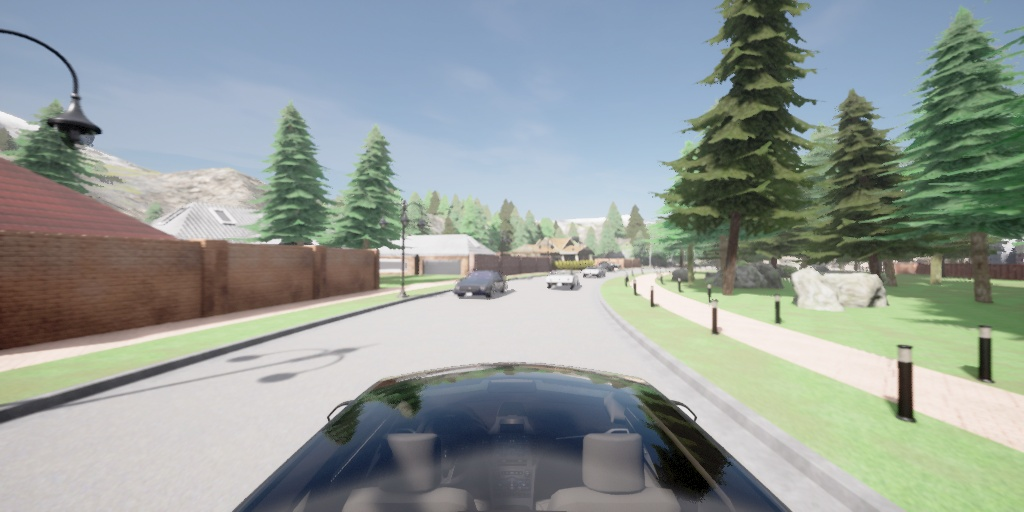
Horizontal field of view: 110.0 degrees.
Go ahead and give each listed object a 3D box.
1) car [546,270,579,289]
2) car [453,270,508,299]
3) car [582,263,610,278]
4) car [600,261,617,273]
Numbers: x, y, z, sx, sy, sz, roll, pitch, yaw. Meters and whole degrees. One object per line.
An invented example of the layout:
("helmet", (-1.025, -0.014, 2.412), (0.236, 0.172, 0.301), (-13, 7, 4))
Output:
("car", (3.784, 1.653, 26.271), (1.895, 1.301, 4.718), (0, -1, 16))
("car", (-1.563, 1.509, 20.093), (2.033, 1.411, 5.357), (0, -1, 12))
("car", (9.658, 1.854, 41.787), (1.895, 1.301, 4.718), (0, -1, 26))
("car", (14.742, 1.962, 57.727), (1.837, 1.490, 4.892), (-1, -1, 36))
